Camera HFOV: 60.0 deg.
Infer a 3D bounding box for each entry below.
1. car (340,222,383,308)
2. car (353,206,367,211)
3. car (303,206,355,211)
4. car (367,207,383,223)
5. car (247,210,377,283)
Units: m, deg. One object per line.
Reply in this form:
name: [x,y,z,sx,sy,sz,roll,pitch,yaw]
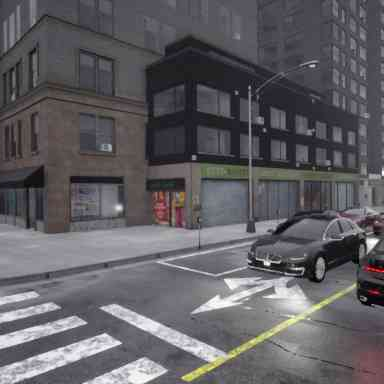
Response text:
car: [5.038,1.473,6.921,4.892,1.490,1.837,-1,0,-44]
car: [9.630,1.488,19.387,4.206,1.307,1.802,-1,0,-44]
car: [5.591,1.509,15.417,4.313,1.339,1.947,-1,0,-44]
car: [10.848,1.430,16.975,4.674,1.442,1.812,-1,0,-44]
car: [3.560,1.476,9.818,4.892,1.490,1.837,-1,0,-45]
